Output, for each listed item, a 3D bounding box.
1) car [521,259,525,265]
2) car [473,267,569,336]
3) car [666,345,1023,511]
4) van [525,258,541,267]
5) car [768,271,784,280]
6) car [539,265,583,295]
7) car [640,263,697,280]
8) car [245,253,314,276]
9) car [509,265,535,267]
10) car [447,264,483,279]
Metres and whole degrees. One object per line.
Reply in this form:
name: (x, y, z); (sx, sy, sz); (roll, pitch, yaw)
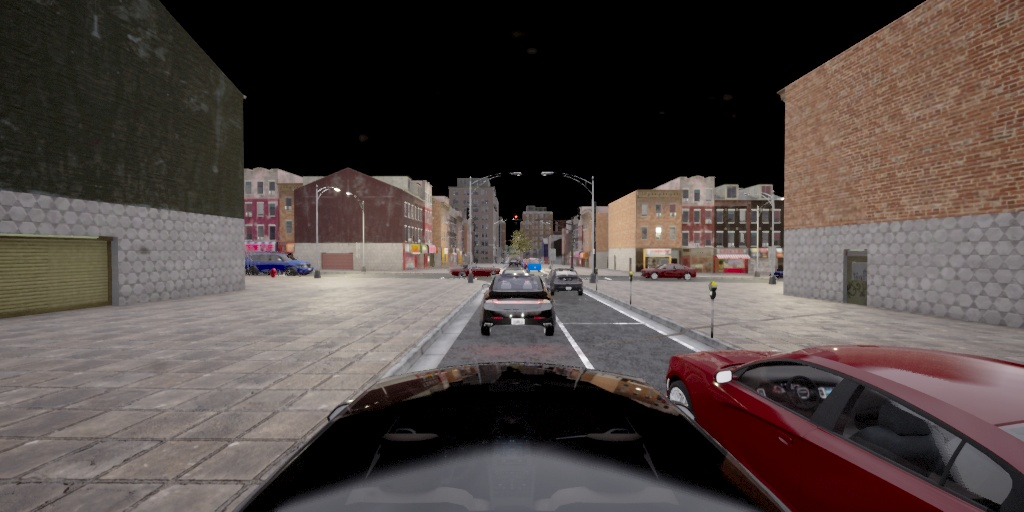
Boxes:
car: (2.914, 1.255, 56.839); (2.192, 1.841, 5.009); (0, 0, 0)
car: (0.142, 1.244, 10.393); (2.128, 1.511, 4.902); (0, 0, 0)
car: (2.638, 1.294, 2.428); (1.888, 1.381, 4.507); (0, 0, 0)
van: (2.860, 1.215, 46.258); (1.690, 1.789, 3.998); (0, 0, 0)
car: (27.223, 1.750, 34.113); (4.718, 1.301, 1.895); (1, 1, 0)
car: (2.723, 1.318, 19.303); (2.007, 1.370, 4.403); (0, 0, 0)
car: (14.863, 1.466, 34.192); (5.008, 1.535, 1.882); (1, 1, 0)
car: (-20.525, 0.778, 31.483); (5.566, 2.045, 2.150); (1, 1, 0)
car: (0.219, 1.371, 20.436); (1.895, 1.301, 4.718); (0, 0, 1)
car: (-3.390, 1.371, 32.723); (4.718, 1.301, 1.895); (0, 1, -20)
